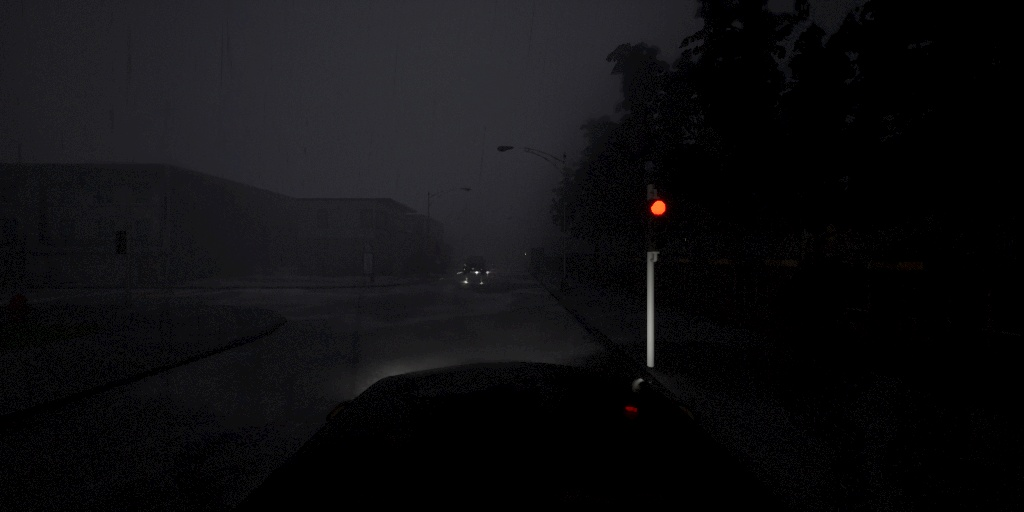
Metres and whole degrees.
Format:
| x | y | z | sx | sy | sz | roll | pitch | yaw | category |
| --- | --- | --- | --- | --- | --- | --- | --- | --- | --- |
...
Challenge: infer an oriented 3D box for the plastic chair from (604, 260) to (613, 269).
| x | y | z | sx | sy | sz | roll | pitch | yaw | category |
| --- | --- | --- | --- | --- | --- | --- | --- | --- | --- |
| 14.363 | 1.306 | 54.181 | 0.730 | 1.272 | 0.750 | 0 | 0 | -35 | plastic chair |

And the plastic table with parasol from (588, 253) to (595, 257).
| x | y | z | sx | sy | sz | roll | pitch | yaw | category |
| --- | --- | --- | --- | --- | --- | --- | --- | --- | --- |
| 14.722 | 0.673 | 63.297 | 2.482 | 2.480 | 2.482 | 0 | 0 | -42 | plastic table with parasol |

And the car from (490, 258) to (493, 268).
| x | y | z | sx | sy | sz | roll | pitch | yaw | category |
| --- | --- | --- | --- | --- | --- | --- | --- | --- | --- |
| -4.053 | 1.351 | 50.320 | 1.895 | 1.301 | 4.718 | 0 | 0 | 0 | car |

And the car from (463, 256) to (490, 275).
| x | y | z | sx | sy | sz | roll | pitch | yaw | category |
| --- | --- | --- | --- | --- | --- | --- | --- | --- | --- |
| -4.067 | 0.971 | 40.143 | 2.150 | 2.045 | 5.566 | 0 | 0 | 0 | car |

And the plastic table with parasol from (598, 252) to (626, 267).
| x | y | z | sx | sy | sz | roll | pitch | yaw | category |
| --- | --- | --- | --- | --- | --- | --- | --- | --- | --- |
| 15.337 | 0.694 | 55.082 | 2.482 | 2.480 | 2.482 | 0 | 0 | -40 | plastic table with parasol |

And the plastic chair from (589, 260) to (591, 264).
| x | y | z | sx | sy | sz | roll | pitch | yaw | category |
| --- | --- | --- | --- | --- | --- | --- | --- | --- | --- |
| 13.769 | 1.304 | 62.410 | 0.730 | 1.272 | 0.750 | 0 | 0 | -35 | plastic chair |

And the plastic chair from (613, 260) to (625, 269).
| x | y | z | sx | sy | sz | roll | pitch | yaw | category |
| --- | --- | --- | --- | --- | --- | --- | --- | --- | --- |
| 16.069 | 1.296 | 54.083 | 0.750 | 1.272 | 0.730 | 0 | 0 | -40 | plastic chair |

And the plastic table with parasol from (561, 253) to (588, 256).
| x | y | z | sx | sy | sz | roll | pitch | yaw | category |
| --- | --- | --- | --- | --- | --- | --- | --- | --- | --- |
| 10.020 | 0.684 | 57.826 | 2.482 | 2.480 | 2.482 | 0 | 0 | -40 | plastic table with parasol |

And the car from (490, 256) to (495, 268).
| x | y | z | sx | sy | sz | roll | pitch | yaw | category |
| --- | --- | --- | --- | --- | --- | --- | --- | --- | --- |
| -4.023 | 0.971 | 60.513 | 2.150 | 2.045 | 5.566 | 0 | 0 | 1 | car |
